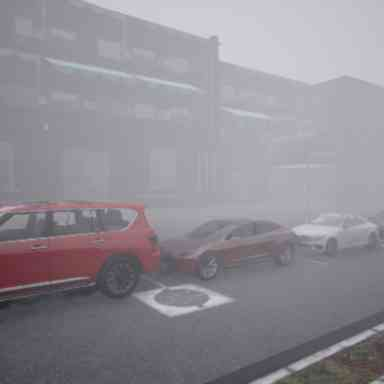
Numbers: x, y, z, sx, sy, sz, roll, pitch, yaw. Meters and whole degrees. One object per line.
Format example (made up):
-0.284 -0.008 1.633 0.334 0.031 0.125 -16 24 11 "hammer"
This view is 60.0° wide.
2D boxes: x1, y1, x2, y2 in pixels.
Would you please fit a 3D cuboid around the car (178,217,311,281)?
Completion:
1.184 1.552 10.223 4.792 1.488 2.163 0 0 -35 "car"

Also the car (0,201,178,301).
-3.352 1.239 7.036 5.566 2.045 2.435 0 0 -35 "car"

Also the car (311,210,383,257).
5.748 1.591 13.432 4.674 1.452 2.002 0 0 -35 "car"
